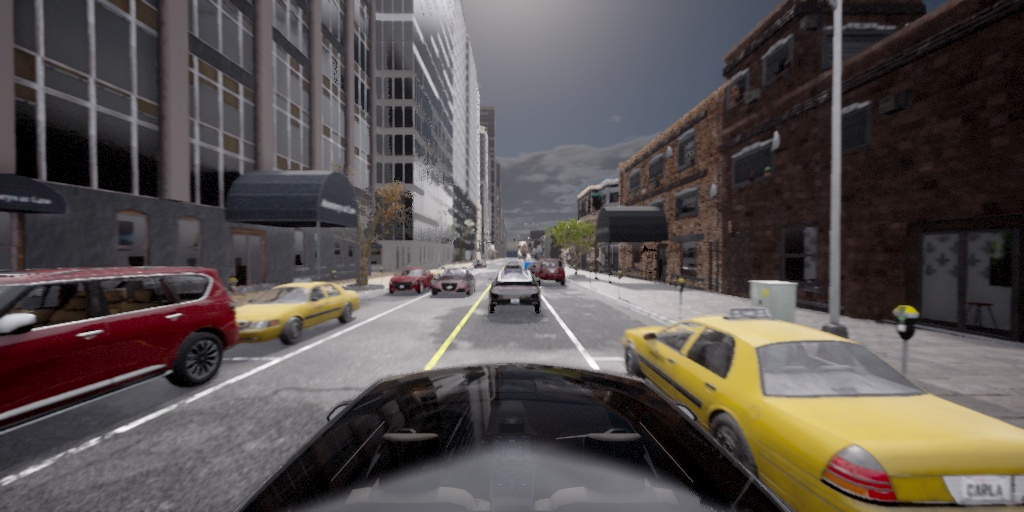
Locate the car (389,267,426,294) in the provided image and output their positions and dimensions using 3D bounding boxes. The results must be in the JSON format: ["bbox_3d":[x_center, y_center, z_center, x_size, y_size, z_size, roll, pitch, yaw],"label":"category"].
[{"bbox_3d":[-5.687,1.345,20.778,1.888,1.381,4.507,0,0,0],"label":"car"}]

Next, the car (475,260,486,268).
[{"bbox_3d":[-5.680,1.355,65.057,1.967,1.591,4.097,0,0,0],"label":"car"}]

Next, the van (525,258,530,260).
[{"bbox_3d":[2.700,1.227,53.972,1.690,1.789,3.998,0,0,0],"label":"van"}]

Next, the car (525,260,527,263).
[{"bbox_3d":[2.698,1.439,42.904,1.802,1.307,4.207,0,0,0],"label":"car"}]

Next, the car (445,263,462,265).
[{"bbox_3d":[-5.686,1.354,31.678,1.751,1.417,4.829,0,0,0],"label":"car"}]

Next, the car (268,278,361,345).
[{"bbox_3d":[-5.689,1.296,9.539,1.751,1.417,4.829,0,0,0],"label":"car"}]

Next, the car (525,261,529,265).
[{"bbox_3d":[2.696,1.408,37.369,1.948,1.339,4.313,0,0,0],"label":"car"}]

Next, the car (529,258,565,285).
[{"bbox_3d":[2.695,1.129,26.301,2.192,1.841,5.009,0,0,0],"label":"car"}]

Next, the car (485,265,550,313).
[{"bbox_3d":[0.102,1.274,14.251,2.128,1.511,4.902,0,0,0],"label":"car"}]

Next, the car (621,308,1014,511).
[{"bbox_3d":[2.691,1.282,4.332,1.751,1.417,4.829,0,0,0],"label":"car"}]

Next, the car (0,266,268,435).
[{"bbox_3d":[-5.690,1.071,4.174,2.192,1.841,5.009,0,0,0],"label":"car"}]

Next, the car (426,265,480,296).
[{"bbox_3d":[-3.093,1.361,19.697,1.994,1.385,4.181,0,0,0],"label":"car"}]

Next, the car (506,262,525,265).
[{"bbox_3d":[0.108,1.351,38.967,1.837,1.490,4.892,0,0,0],"label":"car"}]
